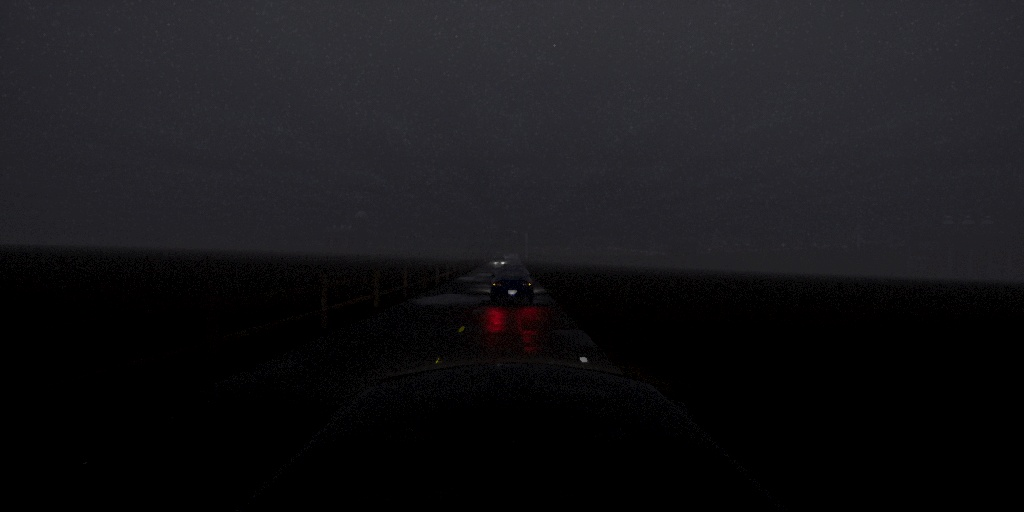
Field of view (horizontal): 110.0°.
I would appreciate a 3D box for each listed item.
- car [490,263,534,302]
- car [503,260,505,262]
[{"bbox_3d":[0.000,1.253,16.509,1.812,1.442,4.674,0,0,0],"label":"car"},{"bbox_3d":[0.001,1.262,31.545,1.895,1.301,4.718,0,0,0],"label":"car"}]
